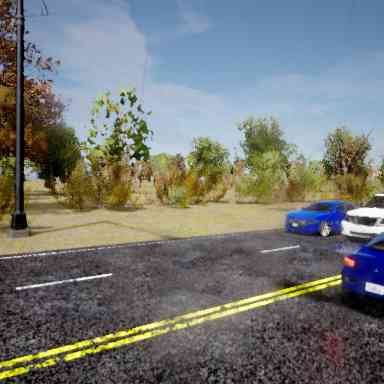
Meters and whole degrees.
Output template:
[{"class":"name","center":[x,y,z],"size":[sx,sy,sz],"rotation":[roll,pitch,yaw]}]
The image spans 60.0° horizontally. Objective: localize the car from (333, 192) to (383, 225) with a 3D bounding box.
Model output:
[{"class":"car","center":[8.481,1.036,13.590],"size":[5.566,2.045,2.150],"rotation":[0,2,-35]}]

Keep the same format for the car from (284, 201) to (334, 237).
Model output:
[{"class":"car","center":[6.647,1.193,16.280],"size":[5.008,1.535,1.882],"rotation":[0,2,-35]}]

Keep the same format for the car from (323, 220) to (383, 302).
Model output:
[{"class":"car","center":[4.942,1.449,6.894],"size":[4.674,1.442,1.812],"rotation":[0,2,-35]}]
